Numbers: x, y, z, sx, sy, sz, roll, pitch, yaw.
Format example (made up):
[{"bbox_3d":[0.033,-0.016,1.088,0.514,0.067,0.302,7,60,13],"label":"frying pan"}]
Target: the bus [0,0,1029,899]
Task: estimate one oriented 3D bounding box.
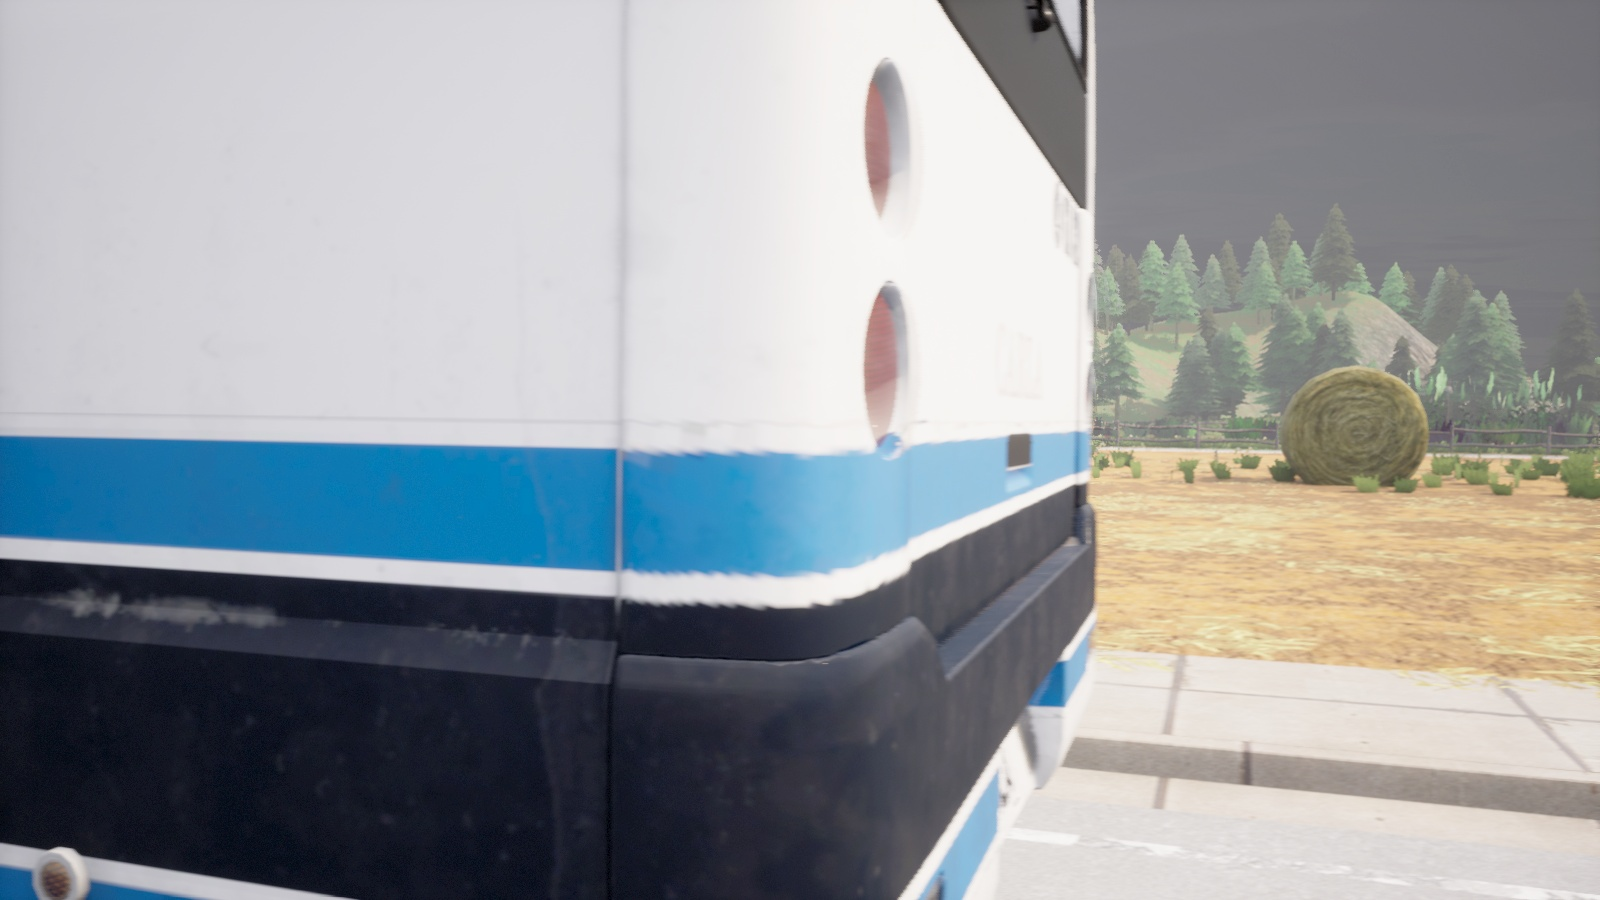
[{"bbox_3d":[-4.623,-0.753,4.711,10.273,4.253,3.944,2,2,19],"label":"bus"}]
